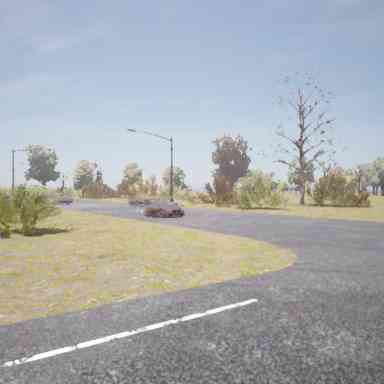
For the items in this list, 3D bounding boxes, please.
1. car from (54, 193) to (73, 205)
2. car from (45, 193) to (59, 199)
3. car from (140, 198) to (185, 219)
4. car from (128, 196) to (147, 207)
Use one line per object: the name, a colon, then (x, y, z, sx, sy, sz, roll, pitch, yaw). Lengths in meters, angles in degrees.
car: (-20.449, 1.318, 53.086, 1.994, 1.385, 4.181, 0, 0, -36)
car: (-36.302, 1.056, 86.279, 2.033, 1.411, 5.357, 0, 0, -36)
car: (-2.409, 1.471, 28.627, 1.994, 1.385, 4.181, 0, 0, -36)
car: (-7.443, 1.335, 47.217, 1.812, 1.442, 4.674, 0, 0, -36)
